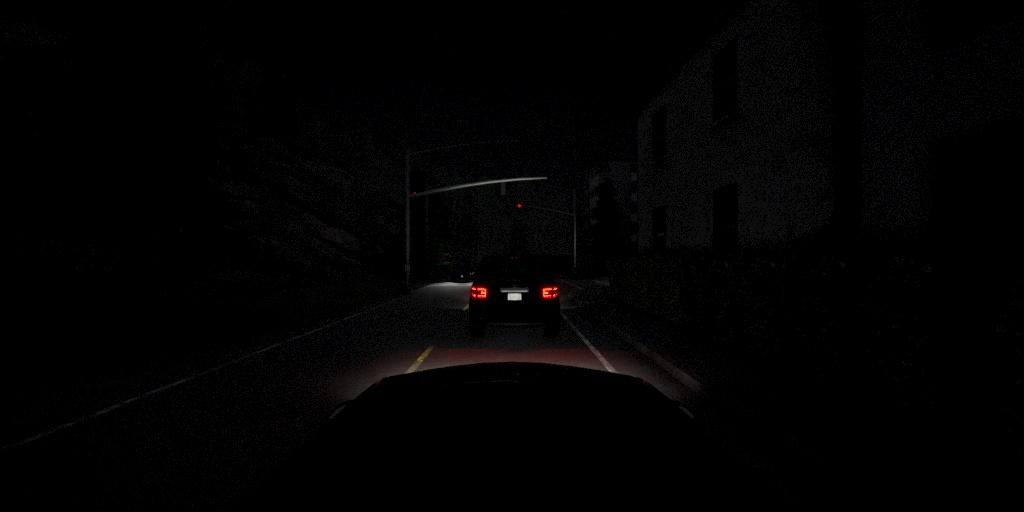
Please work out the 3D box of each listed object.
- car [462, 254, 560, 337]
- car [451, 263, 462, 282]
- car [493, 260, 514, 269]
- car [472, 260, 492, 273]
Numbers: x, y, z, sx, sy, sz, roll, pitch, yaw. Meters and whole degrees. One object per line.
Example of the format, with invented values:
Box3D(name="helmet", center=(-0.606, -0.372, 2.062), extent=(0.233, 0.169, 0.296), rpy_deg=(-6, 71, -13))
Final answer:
Box3D(name="car", center=(0.063, 0.971, 10.403), extent=(2.150, 2.045, 5.566), rpy_deg=(0, 0, 0))
Box3D(name="car", center=(-3.644, 1.256, 28.579), extent=(1.837, 1.490, 4.892), rpy_deg=(0, 0, 0))
Box3D(name="car", center=(-1.354, 1.350, 59.897), extent=(1.895, 1.301, 4.718), rpy_deg=(0, 0, 22))
Box3D(name="car", center=(-3.570, 1.227, 43.493), extent=(1.882, 1.535, 5.008), rpy_deg=(0, 0, 1))
